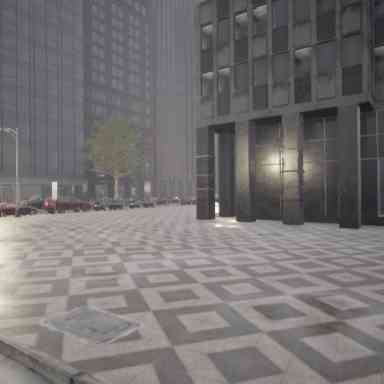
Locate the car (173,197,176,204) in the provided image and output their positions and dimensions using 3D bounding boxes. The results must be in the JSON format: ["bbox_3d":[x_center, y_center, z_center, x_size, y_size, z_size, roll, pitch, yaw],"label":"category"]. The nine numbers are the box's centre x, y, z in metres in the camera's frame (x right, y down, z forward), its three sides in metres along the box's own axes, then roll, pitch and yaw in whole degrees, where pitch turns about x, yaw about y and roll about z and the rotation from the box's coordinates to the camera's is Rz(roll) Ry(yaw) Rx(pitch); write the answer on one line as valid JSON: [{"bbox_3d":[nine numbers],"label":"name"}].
[{"bbox_3d":[-3.814,1.586,62.580,1.947,1.339,4.313,-1,0,35],"label":"car"}]

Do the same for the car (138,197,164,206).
[{"bbox_3d":[-7.122,1.556,57.803,1.752,1.417,4.829,-1,0,35],"label":"car"}]

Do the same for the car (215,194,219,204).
[{"bbox_3d":[3.188,1.231,57.722,2.192,1.841,5.009,-1,0,35],"label":"car"}]

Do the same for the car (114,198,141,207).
[{"bbox_3d":[-10.236,1.624,53.308,1.802,1.307,4.206,-1,0,35],"label":"car"}]

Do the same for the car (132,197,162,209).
[{"bbox_3d":[-6.442,1.518,43.813,1.947,1.339,4.313,-1,0,35],"label":"car"}]

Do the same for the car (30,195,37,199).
[{"bbox_3d":[-17.266,1.274,38.330,2.150,2.045,5.566,-1,0,35],"label":"car"}]

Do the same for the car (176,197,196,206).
[{"bbox_3d":[-0.021,1.471,53.085,1.887,1.381,4.507,-1,0,35],"label":"car"}]

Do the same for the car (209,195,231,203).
[{"bbox_3d":[5.469,1.427,65.531,2.128,1.511,4.902,-1,0,35],"label":"car"}]

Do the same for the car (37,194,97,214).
[{"bbox_3d":[-12.864,1.299,34.544,2.192,1.841,5.009,-1,0,35],"label":"car"}]

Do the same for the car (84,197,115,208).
[{"bbox_3d":[-13.448,1.495,48.671,1.967,1.590,4.097,-1,0,35],"label":"car"}]

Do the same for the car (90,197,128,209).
[{"bbox_3d":[-11.544,1.515,46.563,2.128,1.511,4.902,-1,0,35],"label":"car"}]

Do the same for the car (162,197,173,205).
[{"bbox_3d":[-5.691,1.600,54.945,1.895,1.301,4.718,-1,0,35],"label":"car"}]

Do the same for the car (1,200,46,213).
[{"bbox_3d":[-19.868,1.653,39.399,1.947,1.339,4.313,-1,0,35],"label":"car"}]

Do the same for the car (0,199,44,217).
[{"bbox_3d":[-16.073,1.585,29.907,1.802,1.307,4.206,-1,0,35],"label":"car"}]

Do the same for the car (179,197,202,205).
[{"bbox_3d":[-0.211,1.516,57.316,1.994,1.385,4.181,-1,0,34],"label":"car"}]

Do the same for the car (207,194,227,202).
[{"bbox_3d":[5.817,1.308,76.490,2.192,1.841,5.009,-1,0,35],"label":"car"}]

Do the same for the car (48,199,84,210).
[{"bbox_3d":[-16.657,1.653,44.035,1.802,1.307,4.206,-1,0,35],"label":"car"}]

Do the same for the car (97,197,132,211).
[{"bbox_3d":[-9.652,1.533,39.179,1.947,1.339,4.313,-1,0,35],"label":"car"}]
